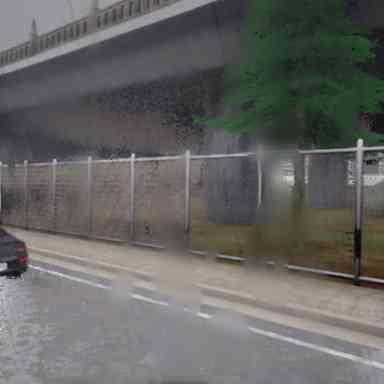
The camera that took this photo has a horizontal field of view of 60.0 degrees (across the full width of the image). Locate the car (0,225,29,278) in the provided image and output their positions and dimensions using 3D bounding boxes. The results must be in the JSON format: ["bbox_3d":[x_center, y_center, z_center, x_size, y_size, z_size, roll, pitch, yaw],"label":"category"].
[{"bbox_3d":[-5.796,1.322,8.114,4.674,1.442,1.812,2,1,35],"label":"car"}]
